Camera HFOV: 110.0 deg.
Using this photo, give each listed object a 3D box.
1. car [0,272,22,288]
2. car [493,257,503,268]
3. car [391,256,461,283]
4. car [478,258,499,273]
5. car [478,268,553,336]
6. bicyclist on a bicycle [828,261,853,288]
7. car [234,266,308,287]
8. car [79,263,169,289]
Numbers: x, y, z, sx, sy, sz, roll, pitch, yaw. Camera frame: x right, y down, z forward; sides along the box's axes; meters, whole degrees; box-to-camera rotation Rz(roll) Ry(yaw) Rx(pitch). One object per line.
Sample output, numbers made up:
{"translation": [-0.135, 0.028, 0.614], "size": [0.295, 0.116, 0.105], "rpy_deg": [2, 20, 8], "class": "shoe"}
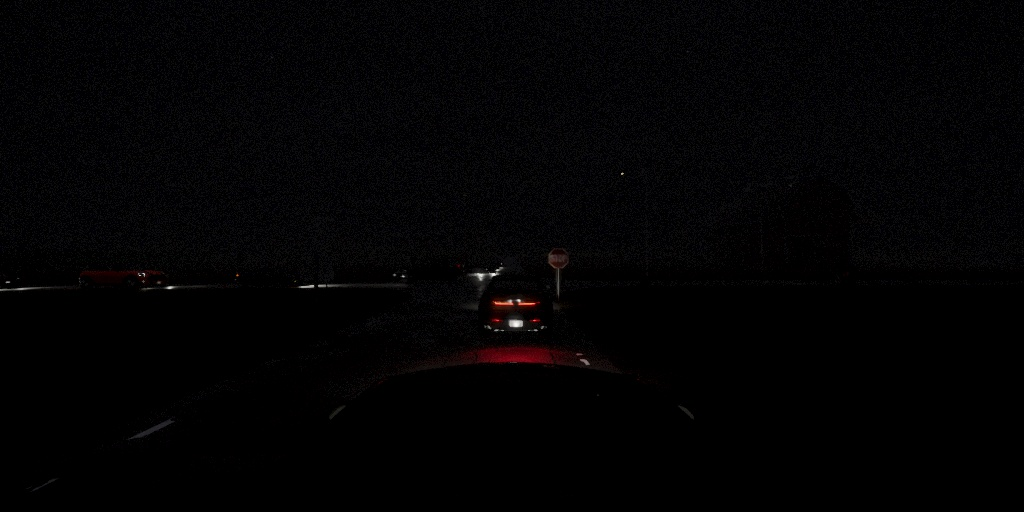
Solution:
{"translation": [-36.643, 1.526, 24.428], "size": [4.674, 1.442, 1.812], "rpy_deg": [-1, -1, 0], "class": "car"}
{"translation": [-2.884, 1.341, 55.857], "size": [2.033, 1.411, 5.357], "rpy_deg": [0, 0, 0], "class": "car"}
{"translation": [-6.753, 1.048, 28.846], "size": [5.566, 2.045, 2.150], "rpy_deg": [-1, 1, -41], "class": "car"}
{"translation": [-2.896, 1.284, 43.316], "size": [1.837, 1.490, 4.892], "rpy_deg": [0, 0, 0], "class": "car"}
{"translation": [0.090, 1.258, 10.388], "size": [1.837, 1.490, 4.892], "rpy_deg": [0, 0, 0], "class": "car"}
{"translation": [19.925, 1.101, 21.760], "size": [0.582, 1.620, 1.656], "rpy_deg": [0, 0, 0], "class": "bicyclist on a bicycle"}
{"translation": [-16.402, 1.392, 24.548], "size": [4.181, 1.385, 1.994], "rpy_deg": [0, -1, -1], "class": "car"}
{"translation": [-26.366, 1.259, 24.493], "size": [4.553, 1.767, 2.097], "rpy_deg": [-1, -1, 0], "class": "car"}
